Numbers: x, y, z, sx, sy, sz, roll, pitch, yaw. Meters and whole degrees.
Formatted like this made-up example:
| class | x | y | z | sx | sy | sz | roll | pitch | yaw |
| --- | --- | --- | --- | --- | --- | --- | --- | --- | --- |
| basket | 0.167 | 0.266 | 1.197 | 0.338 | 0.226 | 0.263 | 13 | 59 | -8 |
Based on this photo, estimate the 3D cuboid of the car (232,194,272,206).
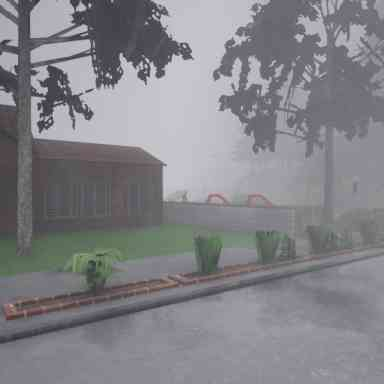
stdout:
| class | x | y | z | sx | sy | sz | roll | pitch | yaw |
| --- | --- | --- | --- | --- | --- | --- | --- | --- | --- |
| car | 7.241 | 1.221 | 40.570 | 2.150 | 2.045 | 5.566 | 0 | 0 | -36 |

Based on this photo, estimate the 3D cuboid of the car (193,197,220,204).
| class | x | y | z | sx | sy | sz | roll | pitch | yaw |
| --- | --- | --- | --- | --- | --- | --- | --- | --- | --- |
| car | 2.349 | 1.547 | 54.453 | 2.033 | 1.411 | 5.357 | 0 | 0 | -36 |

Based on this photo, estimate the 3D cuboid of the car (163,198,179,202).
| class | x | y | z | sx | sy | sz | roll | pitch | yaw |
| --- | --- | --- | --- | --- | --- | --- | --- | --- | --- |
| car | -3.796 | 1.631 | 56.168 | 1.895 | 1.301 | 4.718 | 0 | 0 | -36 |
